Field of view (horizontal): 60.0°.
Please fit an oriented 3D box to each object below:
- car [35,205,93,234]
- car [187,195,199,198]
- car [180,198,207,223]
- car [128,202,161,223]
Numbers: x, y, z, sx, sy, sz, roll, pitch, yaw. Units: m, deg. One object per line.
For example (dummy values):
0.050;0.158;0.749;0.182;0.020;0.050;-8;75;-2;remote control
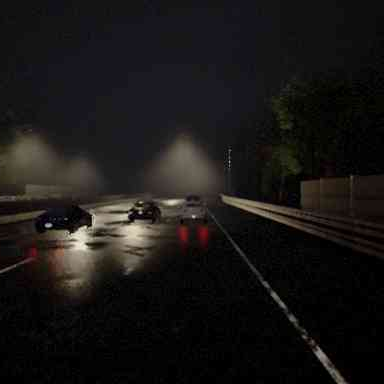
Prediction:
-6.895;1.423;18.275;1.812;1.442;4.674;0;0;0;car
0.112;1.132;41.260;2.097;1.767;4.553;0;0;0;car
0.108;1.391;24.248;1.812;1.442;4.674;0;0;0;car
-3.390;1.412;24.379;2.033;1.411;5.357;0;0;0;car
